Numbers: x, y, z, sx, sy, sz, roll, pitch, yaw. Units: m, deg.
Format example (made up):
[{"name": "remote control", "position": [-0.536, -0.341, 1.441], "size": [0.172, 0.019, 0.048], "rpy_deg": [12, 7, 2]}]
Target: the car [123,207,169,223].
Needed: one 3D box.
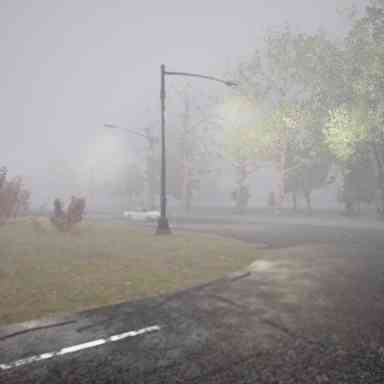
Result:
[{"name": "car", "position": [-4.297, 2.081, 30.917], "size": [4.718, 1.301, 1.895], "rpy_deg": [-1, -1, 44]}]
